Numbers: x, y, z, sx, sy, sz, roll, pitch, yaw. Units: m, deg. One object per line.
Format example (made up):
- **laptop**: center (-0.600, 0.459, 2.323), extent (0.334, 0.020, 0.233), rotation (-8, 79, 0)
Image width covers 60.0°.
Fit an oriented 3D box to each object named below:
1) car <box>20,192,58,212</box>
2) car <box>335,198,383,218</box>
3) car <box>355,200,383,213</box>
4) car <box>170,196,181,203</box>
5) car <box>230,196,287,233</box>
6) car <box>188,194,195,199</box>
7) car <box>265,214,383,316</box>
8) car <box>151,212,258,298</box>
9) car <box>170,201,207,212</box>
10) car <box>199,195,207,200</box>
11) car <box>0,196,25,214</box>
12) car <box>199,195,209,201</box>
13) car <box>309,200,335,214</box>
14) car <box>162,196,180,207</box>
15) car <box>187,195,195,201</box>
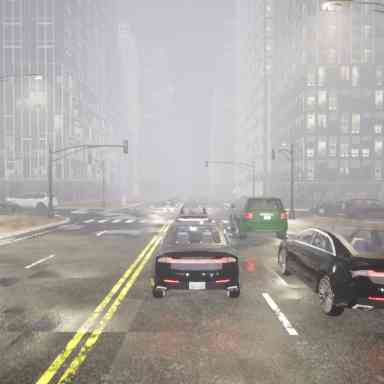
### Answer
- **car**: center (-17.566, 1.029, 36.329), extent (5.566, 2.045, 2.150), rotation (1, 1, 1)
- **car**: center (16.119, 1.518, 30.076), extent (5.009, 1.841, 2.192), rotation (1, 0, 1)
- **car**: center (21.705, 1.641, 38.377), extent (4.829, 1.417, 1.752), rotation (1, 0, 1)
- **car**: center (-3.442, 1.490, 70.586), extent (1.994, 1.385, 4.181), rotation (0, 0, 0)
- **car**: center (3.303, 1.212, 17.304), extent (2.150, 2.045, 5.566), rotation (0, 0, 0)
- **car**: center (-0.247, 1.333, 91.270), extent (1.895, 1.301, 4.718), rotation (0, 0, 0)
- **car**: center (3.327, 1.488, 7.462), extent (2.128, 1.511, 4.902), rotation (0, 0, 0)
- **car**: center (0.077, 1.487, 8.472), extent (2.128, 1.511, 4.902), rotation (0, 0, 0)
- **car**: center (0.051, 1.482, 17.656), extent (2.128, 1.511, 4.902), rotation (0, 0, 0)
- **car**: center (3.004, 1.501, 91.277), extent (1.895, 1.301, 4.718), rotation (0, 0, 0)
- **car**: center (-19.483, 1.406, 33.154), extent (4.181, 1.385, 1.994), rotation (1, 1, 1)
- **car**: center (3.029, 1.474, 81.614), extent (1.994, 1.385, 4.181), rotation (0, 0, 0)
- **car**: center (15.160, 1.604, 35.906), extent (4.892, 1.490, 1.837), rotation (1, 1, 2)
- **car**: center (-3.481, 1.453, 51.349), extent (2.128, 1.511, 4.902), rotation (0, 0, 0)
- **car**: center (-0.218, 1.454, 80.822), extent (2.033, 1.411, 5.357), rotation (0, 0, 0)
